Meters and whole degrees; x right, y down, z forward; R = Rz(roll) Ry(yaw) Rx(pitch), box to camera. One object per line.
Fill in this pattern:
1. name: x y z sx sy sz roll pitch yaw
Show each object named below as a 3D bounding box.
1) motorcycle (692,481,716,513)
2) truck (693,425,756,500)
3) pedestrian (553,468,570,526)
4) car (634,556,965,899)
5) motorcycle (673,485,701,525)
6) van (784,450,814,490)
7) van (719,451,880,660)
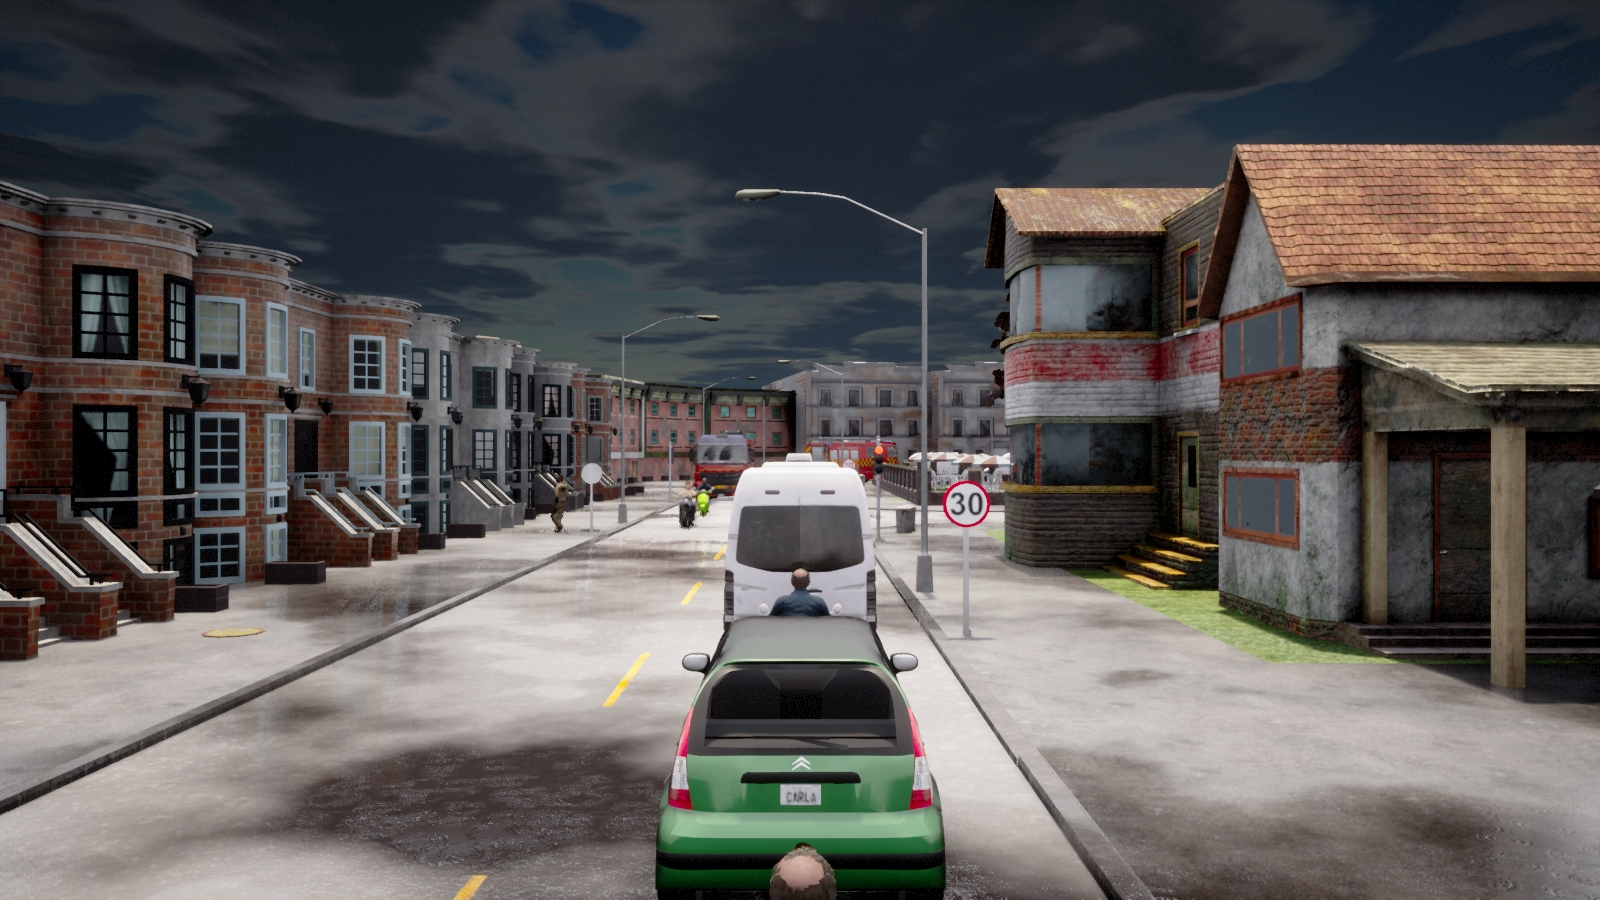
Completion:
1. motorcycle: -4.003 1.944 47.743 0.856 1.236 1.805 0 0 0
2. truck: -4.022 0.647 62.418 2.891 3.827 8.468 0 0 0
3. pedestrian: -7.671 1.512 36.765 0.375 1.860 0.375 0 0 33
4. car: -0.003 1.776 8.385 1.851 1.617 3.988 0 0 0
5. motorcycle: -4.001 1.934 40.689 0.764 1.277 2.356 0 0 0
6. van: -0.059 1.286 76.777 1.988 2.561 5.915 0 0 0
7. van: -0.006 1.308 17.043 1.988 2.561 5.915 0 0 0
